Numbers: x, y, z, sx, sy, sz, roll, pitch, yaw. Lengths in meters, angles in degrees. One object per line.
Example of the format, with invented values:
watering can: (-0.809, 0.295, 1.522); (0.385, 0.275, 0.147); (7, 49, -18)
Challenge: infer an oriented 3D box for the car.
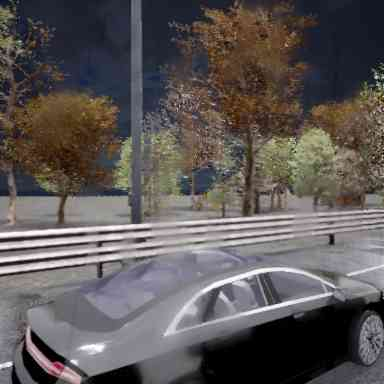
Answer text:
car: (0.561, 1.486, 4.118); (4.902, 1.511, 2.128); (0, 0, -35)
